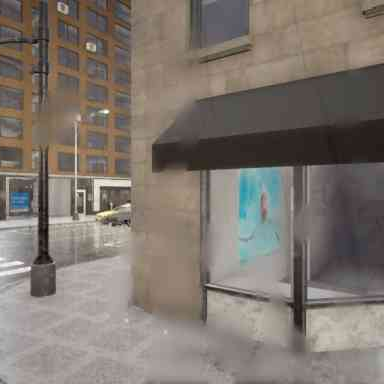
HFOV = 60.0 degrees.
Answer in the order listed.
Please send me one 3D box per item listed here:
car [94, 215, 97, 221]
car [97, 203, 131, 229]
[{"bbox_3d":[-4.935,1.548,24.720,1.752,1.417,4.829,0,0,36],"label":"car"},{"bbox_3d":[-3.410,1.568,22.453,2.033,1.411,5.357,0,0,36],"label":"car"}]
